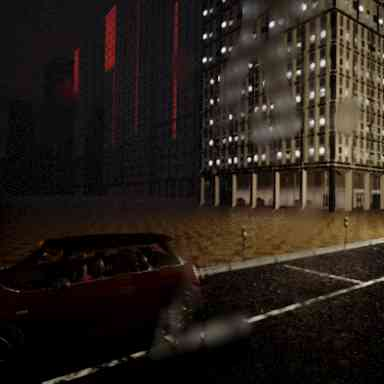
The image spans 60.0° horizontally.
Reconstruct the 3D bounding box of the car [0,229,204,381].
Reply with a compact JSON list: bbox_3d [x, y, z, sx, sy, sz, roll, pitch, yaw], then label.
[{"bbox_3d":[-1.877,1.441,5.160,4.097,1.590,1.967,0,1,-35],"label":"car"}]
